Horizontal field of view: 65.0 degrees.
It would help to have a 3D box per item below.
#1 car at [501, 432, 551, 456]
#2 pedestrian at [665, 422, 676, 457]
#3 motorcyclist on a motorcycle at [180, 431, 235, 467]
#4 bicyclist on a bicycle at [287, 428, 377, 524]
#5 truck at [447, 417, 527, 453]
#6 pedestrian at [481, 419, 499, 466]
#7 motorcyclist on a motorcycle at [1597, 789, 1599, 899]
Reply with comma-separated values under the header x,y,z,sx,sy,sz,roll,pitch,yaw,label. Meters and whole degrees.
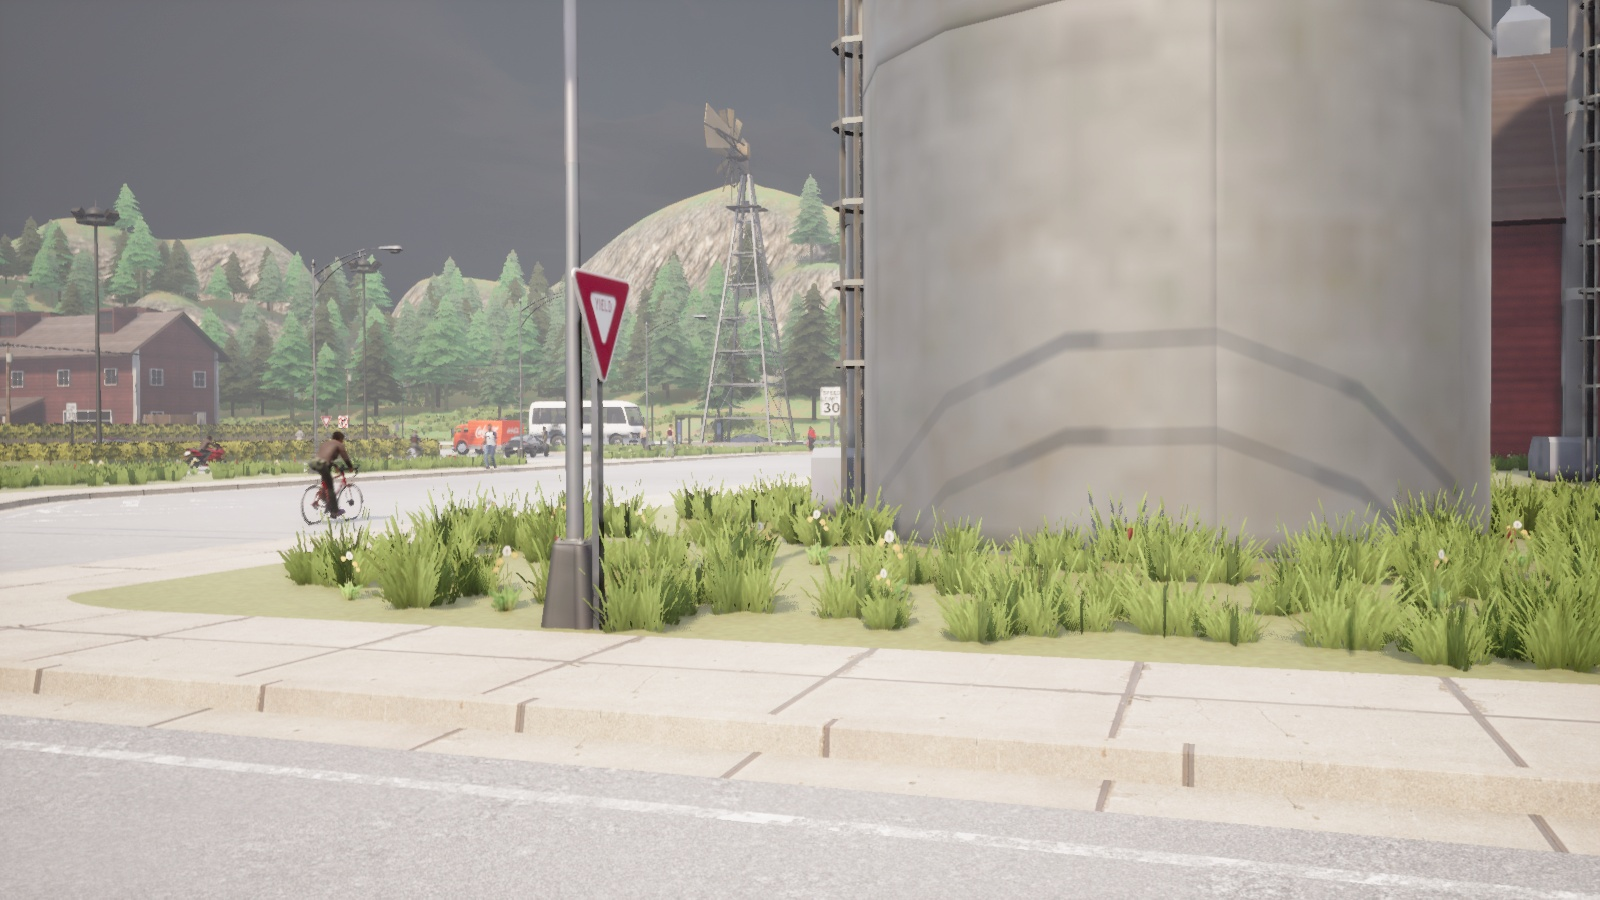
x,y,z,sx,sy,sz,roll,pitch,yaw,label
-17.431,-0.413,80.181,1.812,1.442,4.674,0,1,5,car
-6.898,-0.561,67.008,0.345,1.836,0.594,0,1,22,pedestrian
-25.490,-0.070,54.076,0.797,1.523,2.044,-1,0,28,motorcyclist on a motorcycle
-8.203,0.425,22.087,0.582,1.620,1.656,0,1,18,bicyclist on a bicycle
-22.247,-1.067,89.216,5.204,2.467,2.627,1,1,31,truck
-12.128,-0.296,49.170,0.354,1.836,0.706,0,1,17,pedestrian
2.716,0.783,2.243,2.044,1.523,0.797,1,1,20,motorcyclist on a motorcycle
